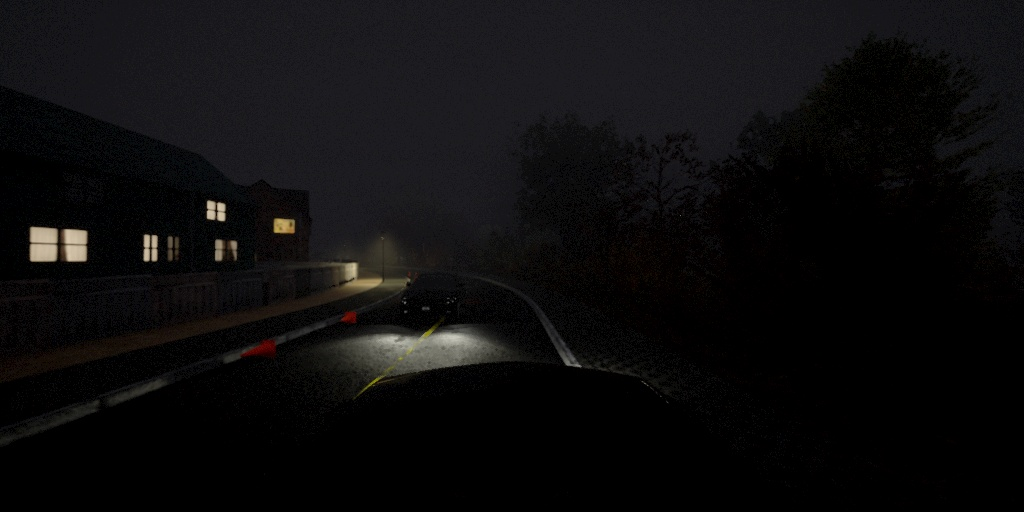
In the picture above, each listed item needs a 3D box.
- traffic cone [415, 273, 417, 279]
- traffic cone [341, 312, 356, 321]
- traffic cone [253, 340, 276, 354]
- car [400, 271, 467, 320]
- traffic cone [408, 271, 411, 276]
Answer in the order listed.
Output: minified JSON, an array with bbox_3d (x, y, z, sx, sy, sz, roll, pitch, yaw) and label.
[{"bbox_3d":[-8.880,1.873,33.282,0.340,0.580,0.340,0,0,-21],"label":"traffic cone"},{"bbox_3d":[-5.045,1.628,11.201,0.340,0.580,0.340,0,0,-2],"label":"traffic cone"},{"bbox_3d":[-4.948,1.589,7.292,0.340,0.580,0.340,0,0,-18],"label":"traffic cone"},{"bbox_3d":[-2.751,1.341,13.364,1.882,1.535,5.008,0,-1,-3],"label":"car"},{"bbox_3d":[-10.774,1.848,37.701,0.340,0.580,0.340,0,0,-25],"label":"traffic cone"}]
